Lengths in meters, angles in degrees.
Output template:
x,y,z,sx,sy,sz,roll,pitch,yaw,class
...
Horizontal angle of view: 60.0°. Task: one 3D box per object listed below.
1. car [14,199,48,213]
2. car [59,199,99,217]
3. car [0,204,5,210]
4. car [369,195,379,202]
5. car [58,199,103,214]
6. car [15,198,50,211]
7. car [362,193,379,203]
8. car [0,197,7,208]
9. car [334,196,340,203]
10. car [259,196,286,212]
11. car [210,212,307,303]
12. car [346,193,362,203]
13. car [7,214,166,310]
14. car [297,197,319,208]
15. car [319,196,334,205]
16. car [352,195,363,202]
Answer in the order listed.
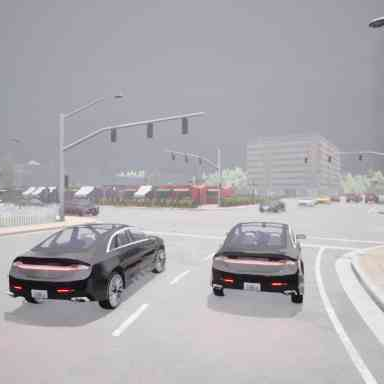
x,y,z,sx,sy,sz,roll,pitch,yaw,class
-18.155,1.619,36.906,4.181,1.385,1.994,0,0,32,car
-11.037,1.619,32.438,4.181,1.385,1.994,0,0,32,car
-25.948,1.277,41.776,5.566,2.045,2.150,0,0,32,car
42.386,1.524,77.296,1.812,1.442,4.674,0,0,32,car
-12.602,1.547,37.563,4.902,1.511,2.128,0,0,32,car
-20.408,1.581,42.446,4.674,1.442,1.812,0,0,32,car
36.842,1.225,68.278,2.150,2.045,5.566,0,0,32,car
-28.957,1.533,47.794,5.008,1.535,1.882,0,0,32,car
30.489,1.595,71.310,1.895,1.301,4.718,0,0,32,car
8.837,1.520,36.279,2.128,1.511,4.902,0,0,32,car
1.773,1.492,8.318,2.128,1.511,4.902,0,0,17,car
34.053,1.225,70.425,2.150,2.045,5.566,0,0,32,car
-2.045,1.492,7.936,2.128,1.511,4.902,0,0,12,car
17.239,1.525,49.934,1.812,1.442,4.674,0,0,32,car
24.035,1.477,60.886,1.882,1.535,5.008,0,0,32,car
39.622,1.540,79.484,2.033,1.411,5.357,0,0,32,car
